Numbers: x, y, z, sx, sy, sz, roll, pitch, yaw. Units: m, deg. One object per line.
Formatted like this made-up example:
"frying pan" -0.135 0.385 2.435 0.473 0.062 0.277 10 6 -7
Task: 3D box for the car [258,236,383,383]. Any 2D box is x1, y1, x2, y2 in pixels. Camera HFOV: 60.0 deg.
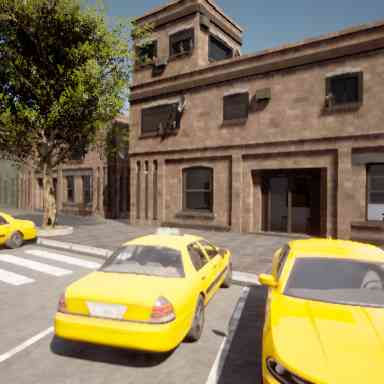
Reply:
"car" 2.036 1.482 4.674 2.097 1.535 5.008 1 0 15

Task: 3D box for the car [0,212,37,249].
"car" -7.805 1.357 11.463 1.946 1.575 5.366 1 0 16

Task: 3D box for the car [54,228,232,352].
"car" -0.372 1.472 6.581 1.946 1.575 5.366 1 0 16
